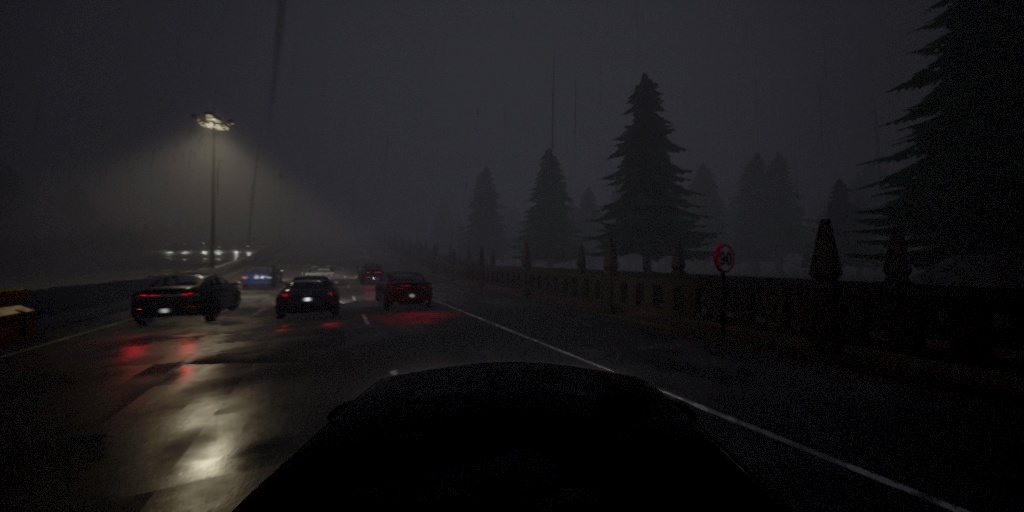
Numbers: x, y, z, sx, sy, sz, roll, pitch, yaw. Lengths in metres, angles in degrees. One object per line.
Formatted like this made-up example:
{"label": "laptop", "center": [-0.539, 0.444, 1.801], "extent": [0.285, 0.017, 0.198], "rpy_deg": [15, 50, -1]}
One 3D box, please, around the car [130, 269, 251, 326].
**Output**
{"label": "car", "center": [-10.897, 1.356, 12.327], "extent": [2.128, 1.511, 4.902], "rpy_deg": [0, -1, -26]}

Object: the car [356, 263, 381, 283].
{"label": "car", "center": [-11.303, 1.284, 28.770], "extent": [1.837, 1.490, 4.892], "rpy_deg": [0, 2, -26]}

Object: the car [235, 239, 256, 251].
{"label": "car", "center": [-38.715, -1.686, 52.151], "extent": [1.837, 1.490, 4.892], "rpy_deg": [1, 6, -26]}

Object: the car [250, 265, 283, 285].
{"label": "car", "center": [-17.149, 1.312, 24.790], "extent": [2.033, 1.411, 5.357], "rpy_deg": [0, 2, -26]}

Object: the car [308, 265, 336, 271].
{"label": "car", "center": [-14.338, 1.363, 27.007], "extent": [1.895, 1.301, 4.718], "rpy_deg": [0, 2, -26]}

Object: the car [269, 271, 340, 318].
{"label": "car", "center": [-7.752, 1.449, 13.864], "extent": [1.994, 1.385, 4.181], "rpy_deg": [0, -1, -26]}

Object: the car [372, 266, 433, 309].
{"label": "car", "center": [-4.957, 1.391, 16.115], "extent": [1.882, 1.535, 5.008], "rpy_deg": [0, 0, -26]}
